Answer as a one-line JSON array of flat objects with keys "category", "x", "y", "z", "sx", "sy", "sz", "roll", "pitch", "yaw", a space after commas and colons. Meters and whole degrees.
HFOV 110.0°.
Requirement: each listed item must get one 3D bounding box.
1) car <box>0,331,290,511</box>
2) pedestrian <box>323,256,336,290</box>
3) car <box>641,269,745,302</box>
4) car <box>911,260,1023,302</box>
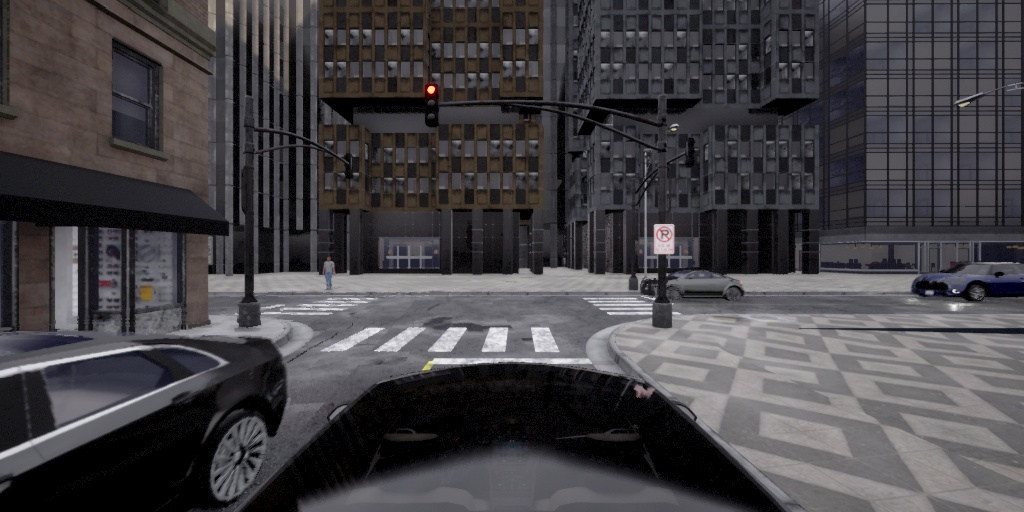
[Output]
[{"category": "car", "x": -3.118, "y": 1.241, "z": 1.543, "sx": 2.128, "sy": 1.511, "sz": 4.902, "roll": 0, "pitch": 0, "yaw": 0}, {"category": "pedestrian", "x": -9.929, "y": 0.902, "z": 19.486, "sx": 0.375, "sy": 1.860, "sz": 0.375, "roll": 0, "pitch": 0, "yaw": 0}, {"category": "car", "x": 8.124, "y": 1.299, "z": 16.330, "sx": 4.181, "sy": 1.385, "sz": 1.994, "roll": 0, "pitch": 0, "yaw": 0}, {"category": "car", "x": 21.177, "y": 1.069, "z": 16.239, "sx": 4.553, "sy": 1.767, "sz": 2.097, "roll": 0, "pitch": 0, "yaw": 0}]
